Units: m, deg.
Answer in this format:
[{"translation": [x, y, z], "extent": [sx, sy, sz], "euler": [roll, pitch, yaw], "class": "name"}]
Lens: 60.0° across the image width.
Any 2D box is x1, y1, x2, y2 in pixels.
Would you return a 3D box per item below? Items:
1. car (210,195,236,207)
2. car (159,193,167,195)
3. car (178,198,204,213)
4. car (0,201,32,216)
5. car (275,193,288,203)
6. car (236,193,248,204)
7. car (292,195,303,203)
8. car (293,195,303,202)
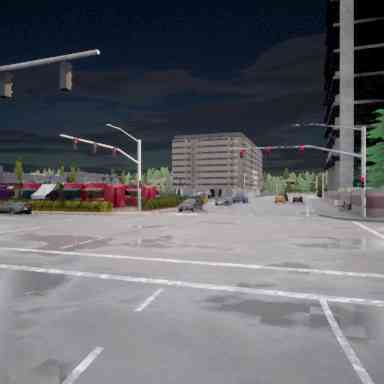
[{"translation": [4.876, 1.491, 51.793], "extent": [2.128, 1.511, 4.902], "euler": [0, 0, 19], "class": "car"}, {"translation": [-7.924, 1.206, 81.463], "extent": [4.605, 1.855, 1.932], "euler": [0, 0, 19], "class": "car"}, {"translation": [-0.040, 1.503, 37.433], "extent": [1.837, 1.490, 4.892], "euler": [0, 0, 19], "class": "car"}, {"translation": [-18.216, 1.618, 33.320], "extent": [4.181, 1.385, 1.994], "euler": [0, 0, 20], "class": "car"}, {"translation": [18.270, 1.475, 69.010], "extent": [1.882, 1.535, 5.008], "euler": [0, 0, 19], "class": "car"}, {"translation": [9.560, 1.221, 65.366], "extent": [2.150, 2.045, 5.566], "euler": [0, 0, 19], "class": "car"}, {"translation": [21.483, 1.475, 67.604], "extent": [1.882, 1.535, 5.008], "euler": [0, 0, 19], "class": "car"}, {"translation": [24.780, 1.522, 77.346], "extent": [2.128, 1.511, 4.902], "euler": [0, 0, 19], "class": "car"}]
